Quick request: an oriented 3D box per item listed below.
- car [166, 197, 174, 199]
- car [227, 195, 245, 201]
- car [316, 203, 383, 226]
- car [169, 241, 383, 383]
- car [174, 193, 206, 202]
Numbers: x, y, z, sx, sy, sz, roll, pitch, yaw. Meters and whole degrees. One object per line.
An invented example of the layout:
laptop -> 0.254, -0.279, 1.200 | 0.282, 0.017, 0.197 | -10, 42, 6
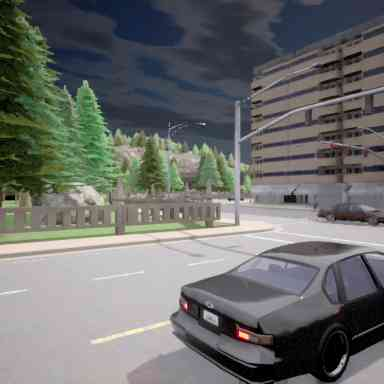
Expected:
car -> -3.595, 1.491, 56.740 | 2.033, 1.411, 5.357 | 0, 0, -1
car -> 10.400, 1.484, 78.788 | 2.033, 1.411, 5.357 | 0, 0, 40
car -> 11.549, 1.521, 23.486 | 2.033, 1.411, 5.357 | 0, 0, -35
car -> 2.277, 1.547, 5.414 | 5.357, 1.411, 2.033 | 0, 0, -35
car -> 0.073, 1.168, 41.471 | 2.150, 2.045, 5.566 | 0, 0, -23
